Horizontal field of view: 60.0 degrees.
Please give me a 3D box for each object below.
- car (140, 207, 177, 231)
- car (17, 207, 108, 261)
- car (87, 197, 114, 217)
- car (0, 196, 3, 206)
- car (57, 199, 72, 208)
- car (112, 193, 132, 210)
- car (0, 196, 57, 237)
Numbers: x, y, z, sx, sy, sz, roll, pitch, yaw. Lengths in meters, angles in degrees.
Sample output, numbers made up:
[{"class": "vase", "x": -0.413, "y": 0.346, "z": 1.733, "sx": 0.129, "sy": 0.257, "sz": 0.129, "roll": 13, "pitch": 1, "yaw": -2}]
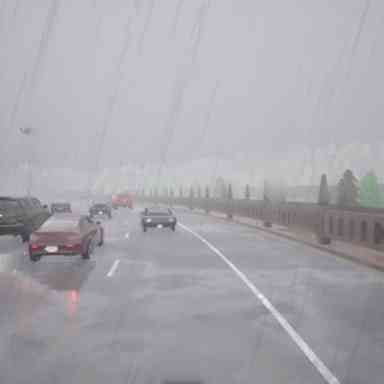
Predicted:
[{"class": "car", "x": -2.186, "y": 1.557, "z": 20.263, "sx": 1.895, "sy": 1.301, "sz": 4.718, "roll": 0, "pitch": 0, "yaw": -11}, {"class": "car", "x": -4.395, "y": 1.510, "z": 12.103, "sx": 1.812, "sy": 1.442, "sz": 4.674, "roll": 0, "pitch": 0, "yaw": -7}, {"class": "car", "x": -8.285, "y": 1.458, "z": 29.833, "sx": 1.837, "sy": 1.490, "sz": 4.892, "roll": 0, "pitch": 0, "yaw": -17}, {"class": "car", "x": -31.822, "y": 1.449, "z": 53.663, "sx": 1.882, "sy": 1.535, "sz": 5.008, "roll": 0, "pitch": 0, "yaw": -35}, {"class": "car", "x": -13.421, "y": 1.437, "z": 34.083, "sx": 1.882, "sy": 1.535, "sz": 5.008, "roll": 0, "pitch": 0, "yaw": -20}, {"class": "car", "x": -9.080, "y": 1.146, "z": 42.026, "sx": 2.150, "sy": 2.045, "sz": 5.566, "roll": 0, "pitch": 0, "yaw": -24}, {"class": "car", "x": -8.518, "y": 1.209, "z": 16.219, "sx": 2.150, "sy": 2.045, "sz": 5.566, "roll": 0, "pitch": 0, "yaw": -10}]
